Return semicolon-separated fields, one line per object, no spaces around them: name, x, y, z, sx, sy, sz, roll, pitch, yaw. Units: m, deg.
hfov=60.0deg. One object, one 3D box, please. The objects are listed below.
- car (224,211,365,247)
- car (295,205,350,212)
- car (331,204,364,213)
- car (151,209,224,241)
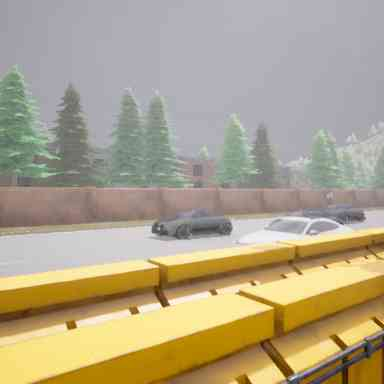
car;3.470;1.525;10.741;4.674;1.442;1.812;0;0;-35
car;5.671;1.564;16.586;4.181;1.385;1.994;0;0;-35
car;11.001;1.564;24.700;4.181;1.385;1.994;0;0;-35
car;0.058;1.564;16.898;4.181;1.385;1.994;0;0;-35
